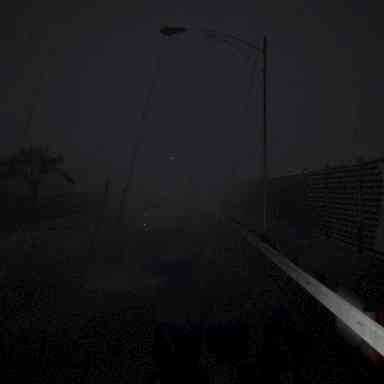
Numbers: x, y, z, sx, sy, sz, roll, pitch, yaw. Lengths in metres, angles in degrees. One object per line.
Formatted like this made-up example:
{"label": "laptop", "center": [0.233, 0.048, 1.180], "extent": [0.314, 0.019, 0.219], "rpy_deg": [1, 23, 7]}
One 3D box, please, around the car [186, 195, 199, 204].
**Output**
{"label": "car", "center": [0.006, 1.245, 54.548], "extent": [1.837, 1.490, 4.892], "rpy_deg": [0, 0, 0]}

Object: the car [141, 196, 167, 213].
{"label": "car", "center": [-4.094, 1.398, 34.745], "extent": [1.994, 1.385, 4.181], "rpy_deg": [0, 0, 0]}

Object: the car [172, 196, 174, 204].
{"label": "car", "center": [-4.048, 1.215, 55.079], "extent": [1.882, 1.535, 5.008], "rpy_deg": [0, 0, 0]}

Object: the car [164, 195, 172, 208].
{"label": "car", "center": [-4.087, 1.264, 44.816], "extent": [1.882, 1.535, 5.008], "rpy_deg": [0, 0, 0]}
